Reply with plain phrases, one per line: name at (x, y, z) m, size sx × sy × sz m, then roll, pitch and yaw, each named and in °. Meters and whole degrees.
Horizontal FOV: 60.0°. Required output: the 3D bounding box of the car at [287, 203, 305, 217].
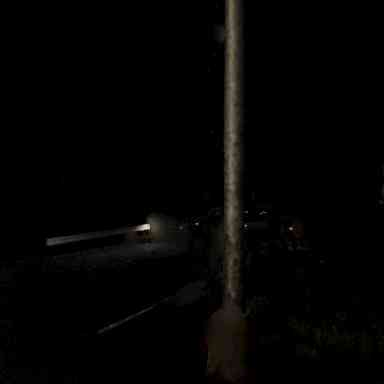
car at (12.035, 1.995, 37.484) m, size 1.882 × 1.535 × 5.008 m, roll -1°, pitch -3°, yaw 34°

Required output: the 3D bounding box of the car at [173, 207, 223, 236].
car at (0.743, 1.684, 20.142) m, size 2.128 × 1.511 × 4.902 m, roll -1°, pitch 1°, yaw 32°

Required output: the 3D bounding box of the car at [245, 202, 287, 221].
car at (6.277, 1.654, 28.861) m, size 1.882 × 1.535 × 5.008 m, roll -1°, pitch -1°, yaw 33°
